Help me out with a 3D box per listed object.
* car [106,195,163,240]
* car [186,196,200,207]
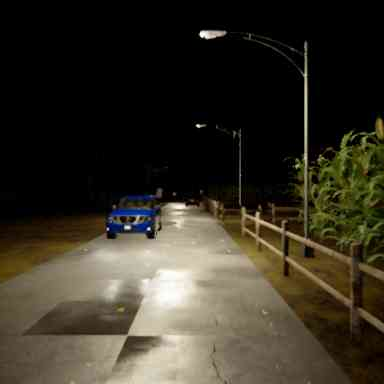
[{"bbox_3d":[-2.780,1.198,17.218,2.150,2.045,5.566,0,0,1],"label":"car"},{"bbox_3d":[0.108,1.419,51.577,2.097,1.767,4.553,0,0,0],"label":"car"}]
